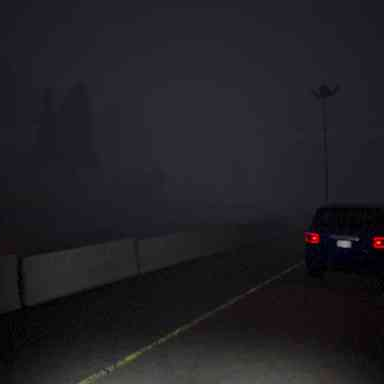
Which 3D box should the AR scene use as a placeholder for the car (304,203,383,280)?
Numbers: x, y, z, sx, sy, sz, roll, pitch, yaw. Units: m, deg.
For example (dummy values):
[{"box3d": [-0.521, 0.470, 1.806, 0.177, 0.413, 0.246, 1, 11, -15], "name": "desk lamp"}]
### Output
[{"box3d": [5.075, 1.342, 9.970, 2.150, 2.045, 5.566, -1, -1, 35], "name": "car"}]
